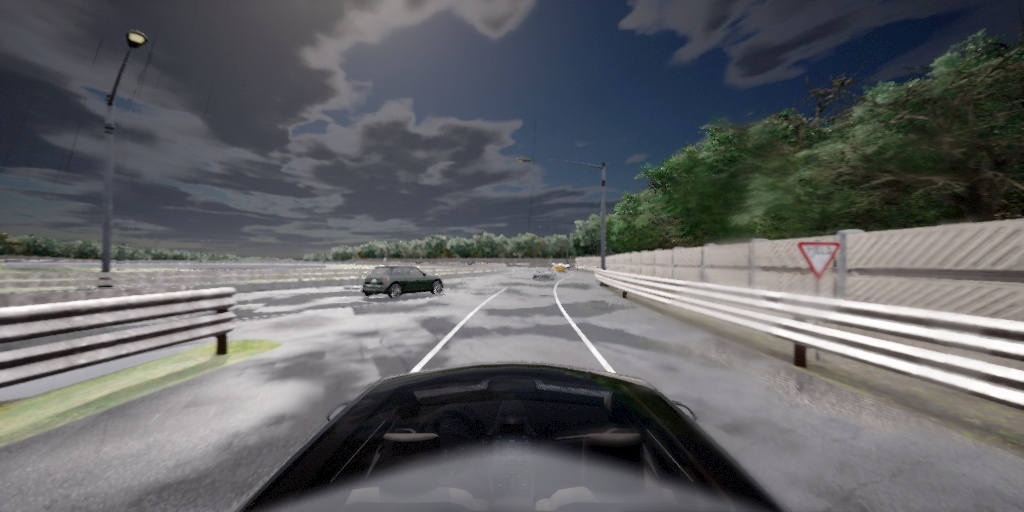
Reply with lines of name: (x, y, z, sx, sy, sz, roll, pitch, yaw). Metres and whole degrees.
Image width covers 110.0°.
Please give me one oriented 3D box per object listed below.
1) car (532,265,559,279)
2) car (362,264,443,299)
car: (3.788, 1.986, 41.286, 1.895, 1.301, 4.718, 0, -1, 18)
car: (-5.907, 1.320, 19.963, 2.097, 1.767, 4.553, 0, -1, 30)
